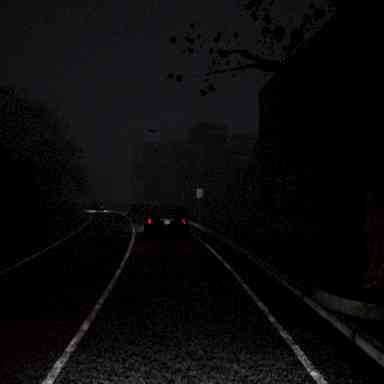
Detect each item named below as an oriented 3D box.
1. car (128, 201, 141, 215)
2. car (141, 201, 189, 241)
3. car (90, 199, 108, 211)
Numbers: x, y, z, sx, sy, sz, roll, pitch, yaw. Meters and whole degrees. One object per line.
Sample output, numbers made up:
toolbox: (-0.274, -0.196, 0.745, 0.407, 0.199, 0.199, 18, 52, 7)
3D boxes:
car: (-5.776, 1.658, 35.831, 1.882, 1.535, 5.008, 2, -1, -17)
car: (-1.438, 1.426, 17.329, 2.097, 1.767, 4.553, 1, 0, -8)
car: (-11.954, 1.624, 42.937, 1.812, 1.442, 4.674, 2, -1, -22)
